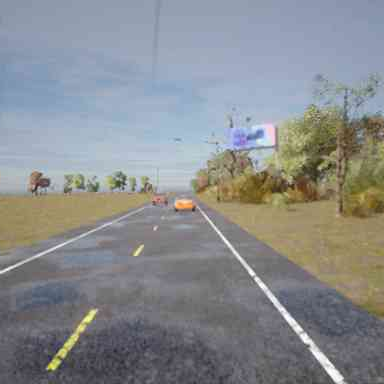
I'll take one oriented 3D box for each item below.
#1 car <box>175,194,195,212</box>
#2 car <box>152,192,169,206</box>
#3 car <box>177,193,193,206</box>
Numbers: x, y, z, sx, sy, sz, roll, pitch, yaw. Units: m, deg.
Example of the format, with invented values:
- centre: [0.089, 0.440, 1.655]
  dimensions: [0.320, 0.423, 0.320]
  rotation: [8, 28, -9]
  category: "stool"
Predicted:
- centre: [-0.768, 1.116, 36.184]
  dimensions: [2.097, 1.767, 4.553]
  rotation: [-1, 0, -1]
  category: "car"
- centre: [-4.619, 0.963, 48.767]
  dimensions: [2.150, 2.045, 5.566]
  rotation: [-1, 0, -1]
  category: "car"
- centre: [-1.030, 1.044, 47.233]
  dimensions: [2.097, 1.767, 4.553]
  rotation: [-1, 0, -1]
  category: "car"
